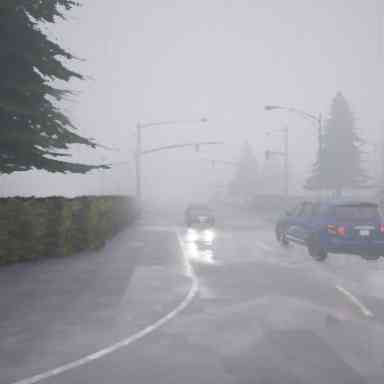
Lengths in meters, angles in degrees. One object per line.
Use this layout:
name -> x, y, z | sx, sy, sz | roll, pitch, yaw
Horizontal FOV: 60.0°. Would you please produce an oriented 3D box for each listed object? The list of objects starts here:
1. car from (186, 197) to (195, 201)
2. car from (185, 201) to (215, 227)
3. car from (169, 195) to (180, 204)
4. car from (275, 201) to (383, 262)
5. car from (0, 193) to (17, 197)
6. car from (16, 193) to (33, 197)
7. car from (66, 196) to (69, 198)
car -> -0.376, 1.879, 74.693 | 1.812, 1.442, 4.674 | 0, 0, -5
car -> 0.491, 1.629, 24.255 | 2.128, 1.511, 4.902 | 0, 0, -4
car -> -3.854, 1.604, 74.312 | 2.150, 2.045, 5.566 | 0, 0, -5
car -> 5.040, 1.333, 12.806 | 2.150, 2.045, 5.566 | 0, 0, -5
car -> -31.433, 1.385, 55.509 | 1.845, 1.501, 3.633 | 0, 0, -5
car -> -36.462, 1.224, 73.726 | 1.932, 1.855, 4.605 | 0, 0, -5
car -> -19.030, 1.453, 48.772 | 2.152, 1.636, 5.027 | 0, 0, -5
